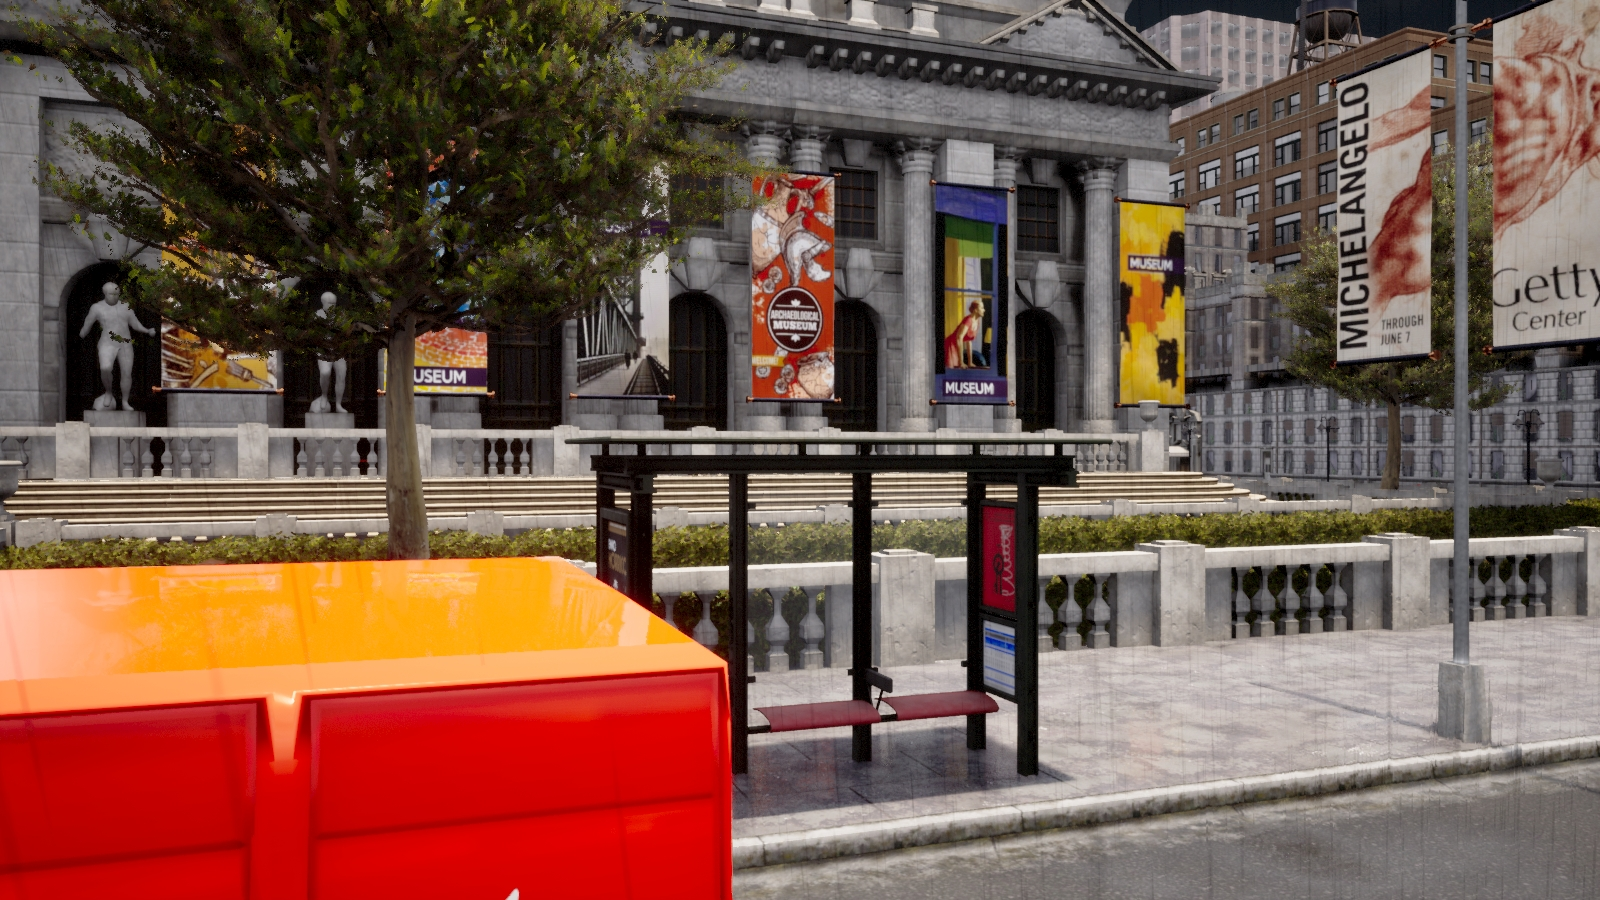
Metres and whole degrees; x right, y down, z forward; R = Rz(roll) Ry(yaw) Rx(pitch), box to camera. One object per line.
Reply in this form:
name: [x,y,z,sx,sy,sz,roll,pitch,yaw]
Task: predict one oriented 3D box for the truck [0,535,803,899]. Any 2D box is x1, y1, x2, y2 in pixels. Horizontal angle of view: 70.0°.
truck: [-2.887,1.565,2.235,5.204,2.467,2.627,0,0,-20]
